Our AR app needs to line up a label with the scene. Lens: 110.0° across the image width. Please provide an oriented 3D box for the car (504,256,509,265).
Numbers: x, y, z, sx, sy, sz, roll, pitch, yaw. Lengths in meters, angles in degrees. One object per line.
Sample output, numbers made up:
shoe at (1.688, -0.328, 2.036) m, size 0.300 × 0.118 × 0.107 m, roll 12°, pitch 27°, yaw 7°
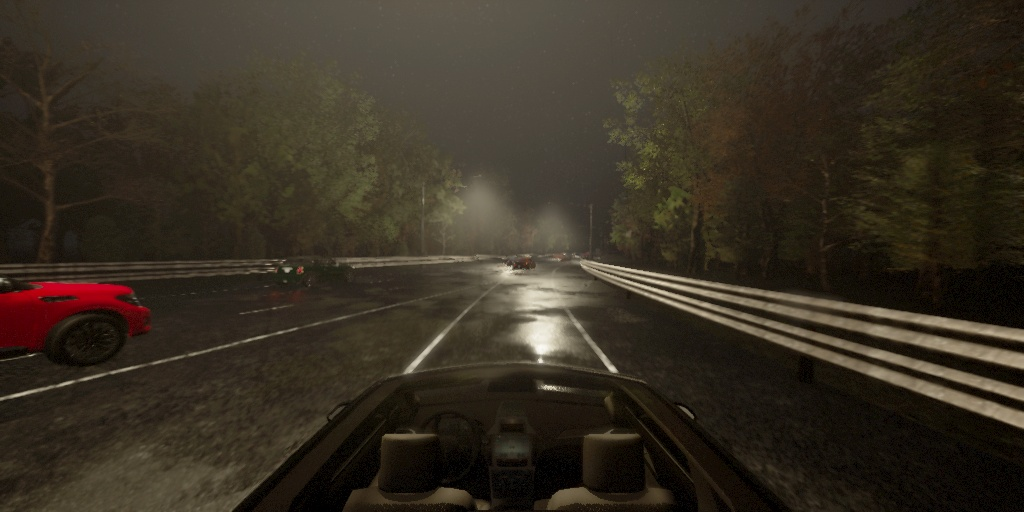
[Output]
car at (0.754, 0.763, 50.944) m, size 2.033 × 1.411 × 5.357 m, roll 1°, pitch 1°, yaw 16°

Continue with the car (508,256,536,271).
car at (1.403, 0.886, 40.372) m, size 1.812 × 1.442 × 4.674 m, roll 1°, pitch 1°, yaw 16°

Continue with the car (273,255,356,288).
car at (-11.329, 0.791, 21.027) m, size 2.097 × 1.767 × 4.553 m, roll 1°, pitch 1°, yaw 16°

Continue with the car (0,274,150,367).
car at (-8.663, 0.879, 4.727) m, size 2.150 × 2.045 × 5.566 m, roll 1°, pitch 1°, yaw 16°
